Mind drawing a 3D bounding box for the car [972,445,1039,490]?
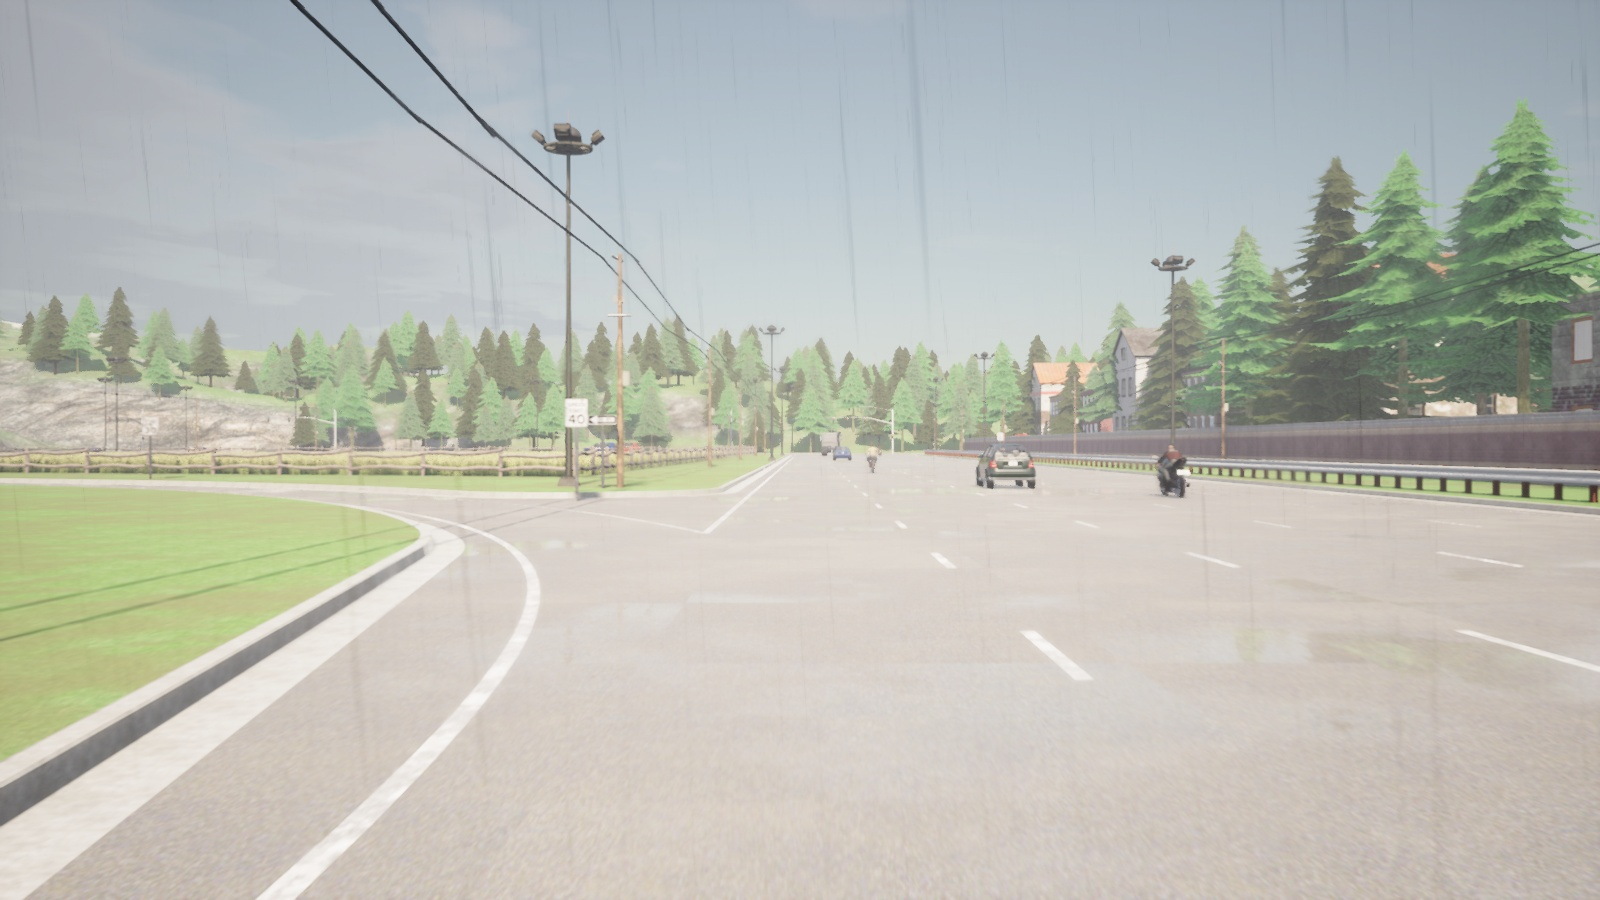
[{"bbox_3d":[7.269,0.583,44.719,1.789,1.549,3.705,0,0,0],"label":"car"}]

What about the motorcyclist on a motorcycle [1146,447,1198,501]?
[{"bbox_3d":[10.721,0.669,36.250,0.866,1.530,2.191,0,0,0],"label":"motorcyclist on a motorcycle"}]
